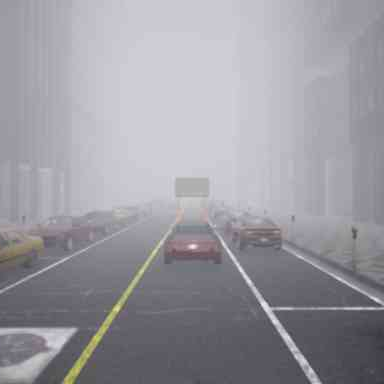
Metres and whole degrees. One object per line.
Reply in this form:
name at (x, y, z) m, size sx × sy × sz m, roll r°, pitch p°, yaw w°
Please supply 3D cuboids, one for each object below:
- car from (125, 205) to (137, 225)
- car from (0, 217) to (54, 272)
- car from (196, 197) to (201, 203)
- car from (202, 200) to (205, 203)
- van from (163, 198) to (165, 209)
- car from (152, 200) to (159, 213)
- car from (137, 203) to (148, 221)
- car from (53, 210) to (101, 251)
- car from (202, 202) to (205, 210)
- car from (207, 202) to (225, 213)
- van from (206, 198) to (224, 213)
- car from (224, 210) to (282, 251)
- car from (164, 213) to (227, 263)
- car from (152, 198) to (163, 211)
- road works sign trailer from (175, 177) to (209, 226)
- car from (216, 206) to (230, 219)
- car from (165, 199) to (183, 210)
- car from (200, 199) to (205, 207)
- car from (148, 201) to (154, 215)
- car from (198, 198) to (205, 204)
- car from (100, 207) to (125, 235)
car at (-5.766, 1.853, 26.073) m, size 1.752 × 1.417 × 4.829 m, roll 0°, pitch -1°, yaw 0°
car at (-5.764, 1.641, 9.165) m, size 1.752 × 1.417 × 4.829 m, roll 0°, pitch -1°, yaw 0°
car at (2.752, 2.323, 76.986) m, size 2.192 × 1.841 × 5.009 m, roll 0°, pitch -1°, yaw 0°
car at (2.756, 2.206, 48.804) m, size 1.802 × 1.307 × 4.206 m, roll 0°, pitch -1°, yaw 0°
van at (-5.770, 2.040, 54.427) m, size 1.690 × 1.788 × 3.998 m, roll 0°, pitch -1°, yaw 0°
car at (-5.768, 2.115, 43.152) m, size 1.947 × 1.339 × 4.313 m, roll 0°, pitch -1°, yaw 0°
car at (-5.767, 1.968, 31.879) m, size 1.947 × 1.339 × 4.313 m, roll 0°, pitch -1°, yaw 0°
car at (-5.765, 1.732, 14.971) m, size 1.887 × 1.381 × 4.507 m, roll 0°, pitch -1°, yaw 0°
car at (2.757, 2.100, 43.169) m, size 2.008 × 1.369 × 4.403 m, roll 0°, pitch -1°, yaw 0°
car at (2.758, 1.953, 31.897) m, size 2.008 × 1.369 × 4.403 m, roll 0°, pitch -1°, yaw 0°
van at (2.757, 1.817, 37.536) m, size 1.690 × 1.788 × 3.998 m, roll 0°, pitch -1°, yaw 0°
car at (2.760, 1.733, 14.990) m, size 1.887 × 1.381 × 4.507 m, roll 0°, pitch -1°, yaw 0°
car at (0.044, 1.722, 12.567) m, size 1.994 × 1.385 × 4.181 m, roll 0°, pitch -1°, yaw 1°
car at (-5.769, 2.064, 48.790) m, size 1.967 × 1.590 × 4.097 m, roll 0°, pitch -1°, yaw 0°
road works sign trailer at (-0.002, 0.754, 23.097) m, size 2.380 × 3.560 × 2.880 m, roll 0°, pitch -1°, yaw 0°
car at (2.759, 1.803, 20.626) m, size 1.887 × 1.381 × 4.507 m, roll 0°, pitch -1°, yaw 0°
car at (-3.060, 2.278, 56.755) m, size 2.033 × 1.411 × 5.357 m, roll 0°, pitch -1°, yaw 1°
car at (2.755, 2.251, 54.441) m, size 2.008 × 1.369 × 4.403 m, roll 0°, pitch -1°, yaw 0°
car at (-5.767, 2.057, 37.515) m, size 1.802 × 1.307 × 4.206 m, roll 0°, pitch -1°, yaw 0°
car at (2.754, 2.397, 65.712) m, size 1.887 × 1.381 × 4.507 m, roll 0°, pitch -1°, yaw 0°
car at (-5.765, 1.824, 20.607) m, size 1.947 × 1.339 × 4.313 m, roll 0°, pitch -1°, yaw 0°
